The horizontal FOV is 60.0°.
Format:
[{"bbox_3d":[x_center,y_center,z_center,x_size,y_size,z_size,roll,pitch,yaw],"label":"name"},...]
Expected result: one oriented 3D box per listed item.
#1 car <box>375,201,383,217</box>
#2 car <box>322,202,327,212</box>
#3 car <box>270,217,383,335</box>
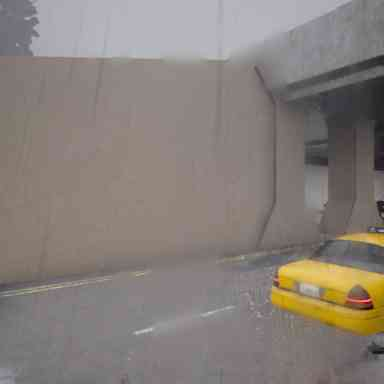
[{"bbox_3d":[15.794,1.507,27.990,4.892,1.490,1.837,1,0,-35],"label":"car"},{"bbox_3d":[14.740,1.224,31.530,5.566,2.045,2.150,0,0,-35],"label":"car"},{"bbox_3d":[3.850,1.455,6.487,5.366,1.575,1.801,0,0,-35],"label":"car"}]
